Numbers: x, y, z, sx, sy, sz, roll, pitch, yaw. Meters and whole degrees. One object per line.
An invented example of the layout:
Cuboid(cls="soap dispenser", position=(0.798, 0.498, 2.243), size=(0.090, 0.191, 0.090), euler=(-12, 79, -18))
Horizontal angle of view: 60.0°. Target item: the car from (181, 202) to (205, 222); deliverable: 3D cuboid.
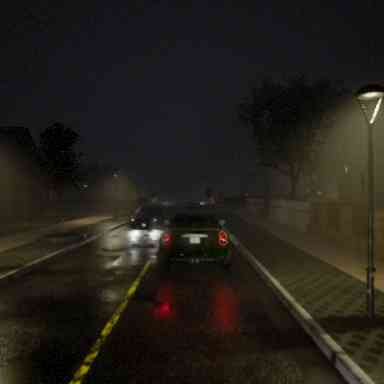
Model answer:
Cuboid(cls="car", position=(0.087, 1.565, 27.419), size=(1.812, 1.442, 4.674), euler=(0, 0, 0))

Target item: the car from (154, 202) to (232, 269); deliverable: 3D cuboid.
Cuboid(cls="car", position=(0.085, 1.357, 11.296), size=(2.097, 1.767, 4.553), euler=(0, 0, 0))

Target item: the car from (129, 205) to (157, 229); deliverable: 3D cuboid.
Cuboid(cls="car", position=(-2.843, 1.571, 22.308), size=(2.033, 1.411, 5.357), euler=(0, 0, 0))
